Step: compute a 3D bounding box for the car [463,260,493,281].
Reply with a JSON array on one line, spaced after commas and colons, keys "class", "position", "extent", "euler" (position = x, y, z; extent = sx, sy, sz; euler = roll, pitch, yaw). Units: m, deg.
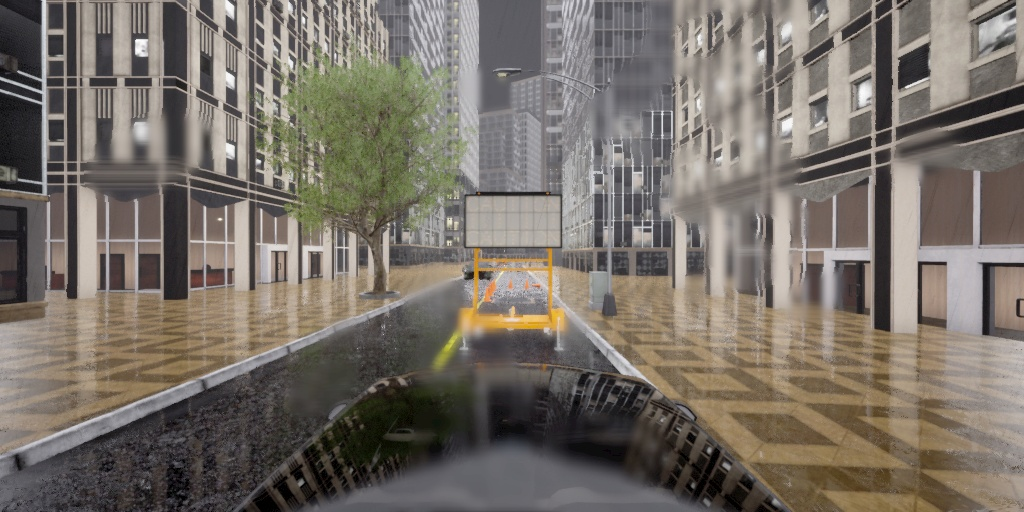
[{"class": "car", "position": [-2.739, 1.115, 29.715], "extent": [2.097, 1.767, 4.553], "euler": [0, 0, 0]}]

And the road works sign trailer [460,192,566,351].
[{"class": "road works sign trailer", "position": [0.032, 0.214, 8.949], "extent": [2.380, 3.560, 2.880], "euler": [0, 0, 0]}]
